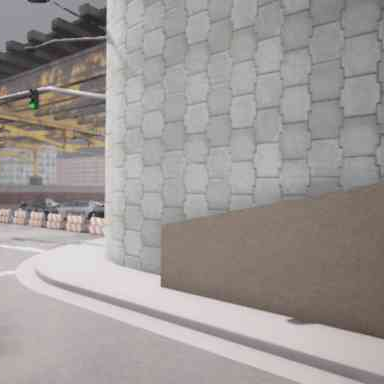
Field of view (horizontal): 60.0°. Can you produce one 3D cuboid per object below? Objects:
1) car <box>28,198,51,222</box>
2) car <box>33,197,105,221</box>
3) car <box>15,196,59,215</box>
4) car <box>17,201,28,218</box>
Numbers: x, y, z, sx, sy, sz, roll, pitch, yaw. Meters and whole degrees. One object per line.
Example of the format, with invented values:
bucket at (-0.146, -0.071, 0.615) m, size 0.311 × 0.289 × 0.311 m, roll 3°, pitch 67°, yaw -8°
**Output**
car at (-7.847, 1.191, 22.286) m, size 4.974 × 1.542 × 2.038 m, roll 1°, pitch 0°, yaw 1°
car at (-7.794, 1.034, 22.285) m, size 4.536 × 1.218 × 1.853 m, roll 1°, pitch 0°, yaw 1°
car at (-11.544, 0.970, 25.097) m, size 1.853 × 1.218 × 4.536 m, roll 1°, pitch 0°, yaw -9°
car at (-11.536, 1.128, 25.047) m, size 2.038 × 1.542 × 4.974 m, roll 1°, pitch 0°, yaw -9°
